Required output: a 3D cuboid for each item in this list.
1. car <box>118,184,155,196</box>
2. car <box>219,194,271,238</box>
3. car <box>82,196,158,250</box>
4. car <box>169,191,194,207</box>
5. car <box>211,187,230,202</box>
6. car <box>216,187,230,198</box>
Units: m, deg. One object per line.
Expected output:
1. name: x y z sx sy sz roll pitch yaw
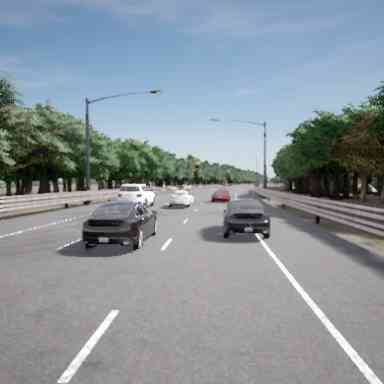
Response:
1. car: -4.665 0.360 28.481 2.150 2.045 5.566 0 2 6
2. car: 2.268 1.060 14.667 1.837 1.490 4.892 0 2 4
3. car: -2.505 1.125 12.485 1.837 1.490 4.892 0 2 4
4. car: -0.937 0.601 30.565 1.812 1.442 4.674 0 2 6
5. car: 3.296 0.416 38.066 1.994 1.385 4.181 0 2 7
6. car: 4.685 0.023 50.117 1.812 1.442 4.674 0 1 8
